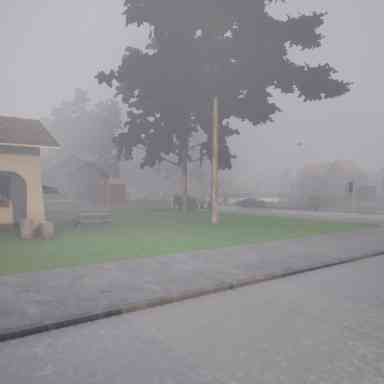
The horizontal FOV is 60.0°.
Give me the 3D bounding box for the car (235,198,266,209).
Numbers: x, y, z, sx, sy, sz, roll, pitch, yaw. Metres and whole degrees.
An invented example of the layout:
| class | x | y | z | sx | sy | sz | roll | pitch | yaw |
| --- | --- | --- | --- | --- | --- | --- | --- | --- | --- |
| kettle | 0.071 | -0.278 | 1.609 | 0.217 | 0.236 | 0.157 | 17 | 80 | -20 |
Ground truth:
| class | x | y | z | sx | sy | sz | roll | pitch | yaw |
| --- | --- | --- | --- | --- | --- | --- | --- | --- | --- |
| car | 8.011 | 1.525 | 45.626 | 1.812 | 1.442 | 4.674 | 0 | 0 | -36 |
